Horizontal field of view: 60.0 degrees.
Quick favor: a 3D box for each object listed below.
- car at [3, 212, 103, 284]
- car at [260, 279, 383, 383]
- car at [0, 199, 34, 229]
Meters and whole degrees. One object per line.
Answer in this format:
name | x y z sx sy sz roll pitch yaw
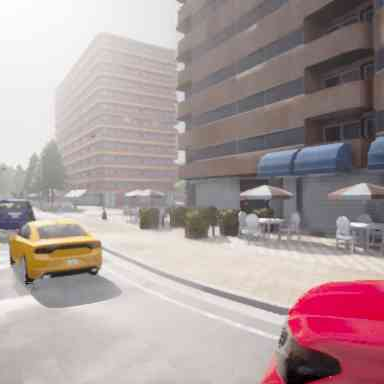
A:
car | -4.355 1.591 10.206 1.882 1.535 5.008 0 0 -35
car | 3.217 1.215 1.840 5.566 2.045 2.150 -1 0 32
car | -11.030 1.465 20.416 2.150 2.045 5.566 0 0 -31
